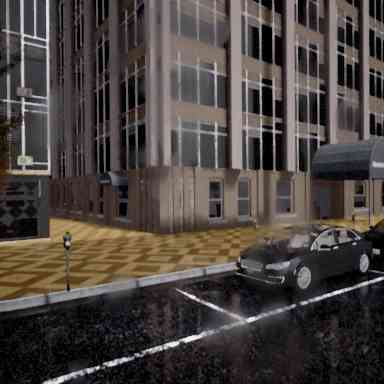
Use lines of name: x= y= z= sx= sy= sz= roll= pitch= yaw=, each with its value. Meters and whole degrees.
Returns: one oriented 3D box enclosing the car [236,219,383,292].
car: x=3.091 y=1.546 z=8.784 sx=4.403 sy=1.369 sz=2.008 roll=0 pitch=-1 yaw=-36
